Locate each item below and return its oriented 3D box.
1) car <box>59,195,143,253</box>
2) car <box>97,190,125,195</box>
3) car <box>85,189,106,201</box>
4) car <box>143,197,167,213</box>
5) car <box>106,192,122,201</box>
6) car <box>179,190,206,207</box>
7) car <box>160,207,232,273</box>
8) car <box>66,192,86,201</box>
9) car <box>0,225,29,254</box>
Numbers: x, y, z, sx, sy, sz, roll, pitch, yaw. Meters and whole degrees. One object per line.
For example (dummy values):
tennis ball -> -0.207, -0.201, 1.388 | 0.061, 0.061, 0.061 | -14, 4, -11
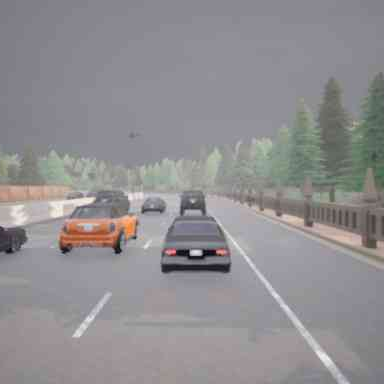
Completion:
car -> -3.411, 1.185, 13.071 | 2.097, 1.767, 4.553 | 0, 1, 0
car -> -6.921, 0.848, 29.261 | 2.150, 2.045, 5.566 | 0, 1, 0
car -> -17.565, 0.456, 60.575 | 2.150, 2.045, 5.566 | 0, 1, 0
car -> -3.423, 1.174, 30.504 | 1.994, 1.385, 4.181 | 0, 1, 0
car -> -14.081, 0.756, 60.293 | 1.812, 1.442, 4.674 | 0, 1, 1
car -> 0.079, 0.847, 29.231 | 2.150, 2.045, 5.566 | 0, 1, 0
car -> 0.092, 1.416, 10.157 | 2.033, 1.411, 5.357 | 0, 1, 0
car -> -21.064, 0.733, 60.422 | 1.837, 1.490, 4.892 | 0, 1, 0
car -> -6.908, 1.424, 9.716 | 2.033, 1.411, 5.357 | 0, 1, 0
